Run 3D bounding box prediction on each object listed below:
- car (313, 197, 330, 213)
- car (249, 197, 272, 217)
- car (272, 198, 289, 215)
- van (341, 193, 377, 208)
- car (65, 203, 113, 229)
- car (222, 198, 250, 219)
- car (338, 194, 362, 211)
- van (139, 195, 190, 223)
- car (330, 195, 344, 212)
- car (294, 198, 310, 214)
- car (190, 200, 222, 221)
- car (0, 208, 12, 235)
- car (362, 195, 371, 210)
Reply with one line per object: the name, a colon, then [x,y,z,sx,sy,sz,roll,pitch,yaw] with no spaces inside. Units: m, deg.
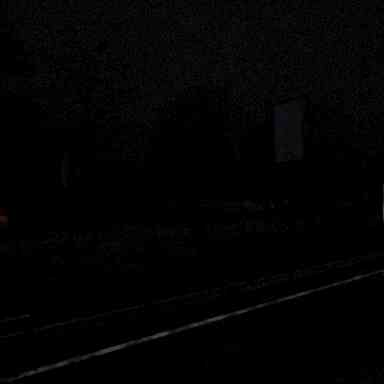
car: [11.237,1.392,34.684,2.231,1.521,4.892,0,0,-36]
car: [4.456,1.454,29.853,2.002,1.452,4.674,0,0,-36]
car: [6.695,1.280,31.491,2.185,1.767,4.553,0,0,-36]
van: [20.338,1.137,41.038,1.878,1.987,4.442,0,0,-35]
car: [-6.827,1.487,21.773,2.163,1.488,4.792,0,0,-35]
car: [2.198,1.422,28.239,2.097,1.535,5.008,0,0,-36]
car: [15.859,1.373,37.760,1.946,1.575,5.366,0,0,-35]
van: [-2.394,1.214,25.113,1.878,1.987,4.442,0,0,-35]
car: [13.475,1.413,36.324,2.163,1.488,4.792,0,0,-35]
car: [8.971,1.398,33.083,2.097,1.535,5.008,0,0,-36]
car: [-0.065,1.471,26.628,2.002,1.452,4.674,0,0,-35]
car: [-11.257,1.472,18.421,1.946,1.575,5.366,0,0,-35]
car: [17.995,1.399,39.548,2.163,1.488,4.792,0,0,-36]
